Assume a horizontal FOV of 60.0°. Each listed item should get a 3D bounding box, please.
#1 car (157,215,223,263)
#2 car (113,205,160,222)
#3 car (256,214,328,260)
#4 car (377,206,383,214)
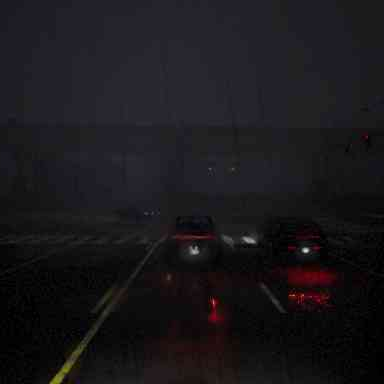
[{"bbox_3d":[0.047,1.598,12.342,2.128,1.511,4.902,0,-1,-1],"label":"car"},{"bbox_3d":[-4.816,1.780,28.633,2.033,1.411,5.357,1,-1,-41],"label":"car"},{"bbox_3d":[3.739,1.625,13.027,1.837,1.490,4.892,0,0,3],"label":"car"},{"bbox_3d":[24.044,1.855,38.388,5.008,1.535,1.882,0,0,0],"label":"car"}]
